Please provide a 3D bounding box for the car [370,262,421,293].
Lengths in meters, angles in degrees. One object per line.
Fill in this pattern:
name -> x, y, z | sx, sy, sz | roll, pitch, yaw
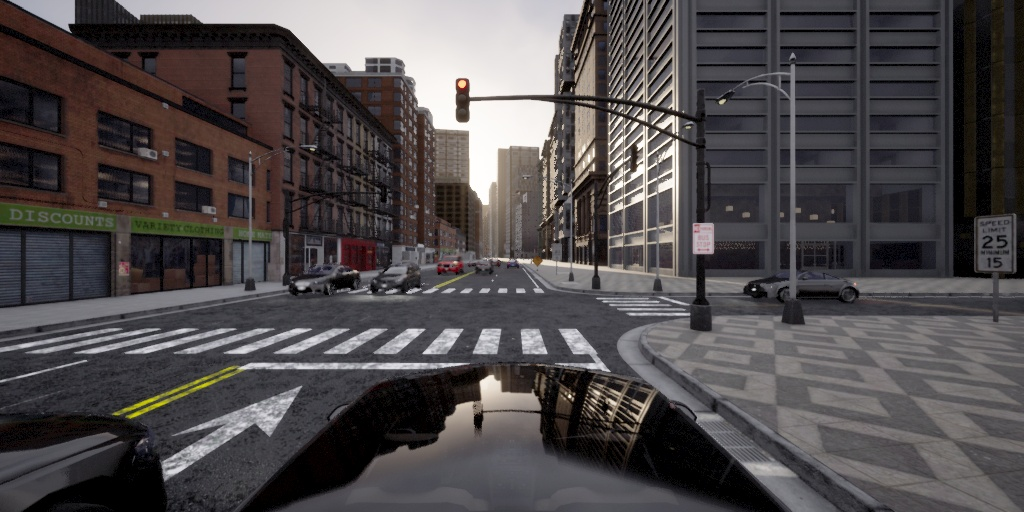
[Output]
car -> -6.553, 1.273, 20.744 | 1.812, 1.442, 4.674 | 0, 0, 0

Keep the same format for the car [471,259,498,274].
car -> -3.067, 1.223, 40.969 | 2.128, 1.511, 4.902 | 0, 0, 0

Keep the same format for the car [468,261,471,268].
car -> -6.390, 1.276, 61.625 | 1.994, 1.385, 4.181 | 0, 0, 1

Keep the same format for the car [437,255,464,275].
car -> -6.523, 0.955, 38.526 | 2.150, 2.045, 5.566 | 0, 0, 0

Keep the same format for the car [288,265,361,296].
car -> -9.812, 1.240, 19.178 | 2.128, 1.511, 4.902 | 0, 0, 0

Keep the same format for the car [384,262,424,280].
car -> -9.784, 1.287, 32.866 | 2.033, 1.411, 5.357 | 0, 0, 0

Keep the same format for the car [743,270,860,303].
car -> 12.891, 1.327, 16.139 | 4.181, 1.385, 1.994 | 0, 0, 0

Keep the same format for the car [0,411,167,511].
car -> -3.153, 1.241, 0.282 | 2.128, 1.511, 4.902 | 0, 0, 0

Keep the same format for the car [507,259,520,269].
car -> 0.160, 1.241, 57.357 | 1.812, 1.442, 4.674 | 0, 0, 1

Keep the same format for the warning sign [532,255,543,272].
warning sign -> 2.934, 0.846, 41.273 | 1.300, 1.860, 1.060 | 0, 0, 0
